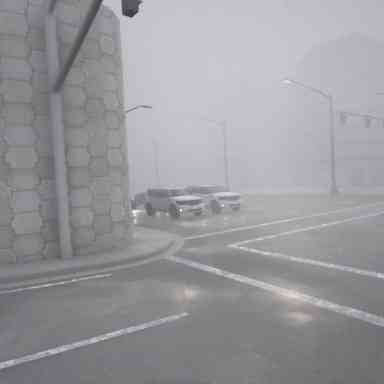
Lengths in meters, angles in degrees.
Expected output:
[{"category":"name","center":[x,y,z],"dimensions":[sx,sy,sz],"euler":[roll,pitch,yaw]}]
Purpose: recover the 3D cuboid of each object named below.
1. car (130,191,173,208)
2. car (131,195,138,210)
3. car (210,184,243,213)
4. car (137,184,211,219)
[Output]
[{"category":"car","center":[-4.200,0.688,33.643],"dimensions":[2.128,1.511,4.902],"euler":[-5,3,-35]},{"category":"car","center":[-6.850,0.997,31.344],"dimensions":[1.994,1.385,4.181],"euler":[-5,3,-35]},{"category":"car","center":[1.418,0.421,25.669],"dimensions":[2.150,2.045,5.566],"euler":[-5,3,-35]},{"category":"car","center":[-1.427,0.658,23.644],"dimensions":[2.150,2.045,5.566],"euler":[-5,3,-35]}]
